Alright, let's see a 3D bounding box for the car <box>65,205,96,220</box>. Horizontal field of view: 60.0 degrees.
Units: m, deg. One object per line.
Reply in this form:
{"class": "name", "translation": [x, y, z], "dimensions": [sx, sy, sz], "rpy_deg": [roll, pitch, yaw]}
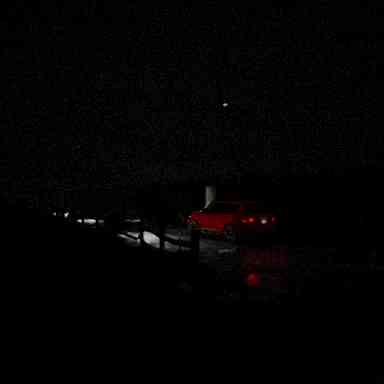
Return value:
{"class": "car", "translation": [-11.446, 2.070, 34.613], "dimensions": [2.033, 1.411, 5.357], "rpy_deg": [1, -1, -30]}

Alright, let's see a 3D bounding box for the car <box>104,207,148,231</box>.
{"class": "car", "translation": [-4.689, 1.833, 23.306], "dimensions": [2.128, 1.511, 4.902], "rpy_deg": [1, -1, -31]}

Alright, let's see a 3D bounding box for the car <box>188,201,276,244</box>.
{"class": "car", "translation": [1.929, 1.480, 17.656], "dimensions": [2.150, 2.045, 5.566], "rpy_deg": [1, -1, -32]}

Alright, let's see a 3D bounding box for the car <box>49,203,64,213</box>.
{"class": "car", "translation": [-19.392, 2.281, 48.113], "dimensions": [1.812, 1.442, 4.674], "rpy_deg": [1, -1, -31]}
